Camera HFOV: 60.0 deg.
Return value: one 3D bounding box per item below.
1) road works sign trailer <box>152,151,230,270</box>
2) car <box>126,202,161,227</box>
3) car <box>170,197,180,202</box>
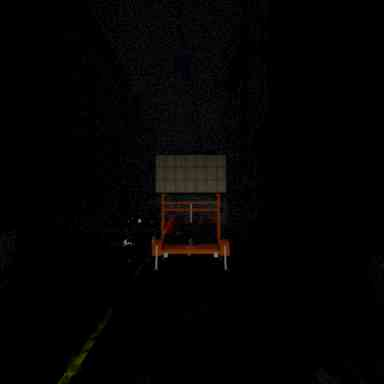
[{"bbox_3d":[-0.034,0.462,10.987,2.380,3.560,2.880,0,0,0],"label":"road works sign trailer"},{"bbox_3d":[-3.175,1.501,22.557,1.837,1.490,4.892,0,0,0],"label":"car"},{"bbox_3d":[-3.252,1.578,64.398,1.895,1.301,4.718,0,0,0],"label":"car"}]
